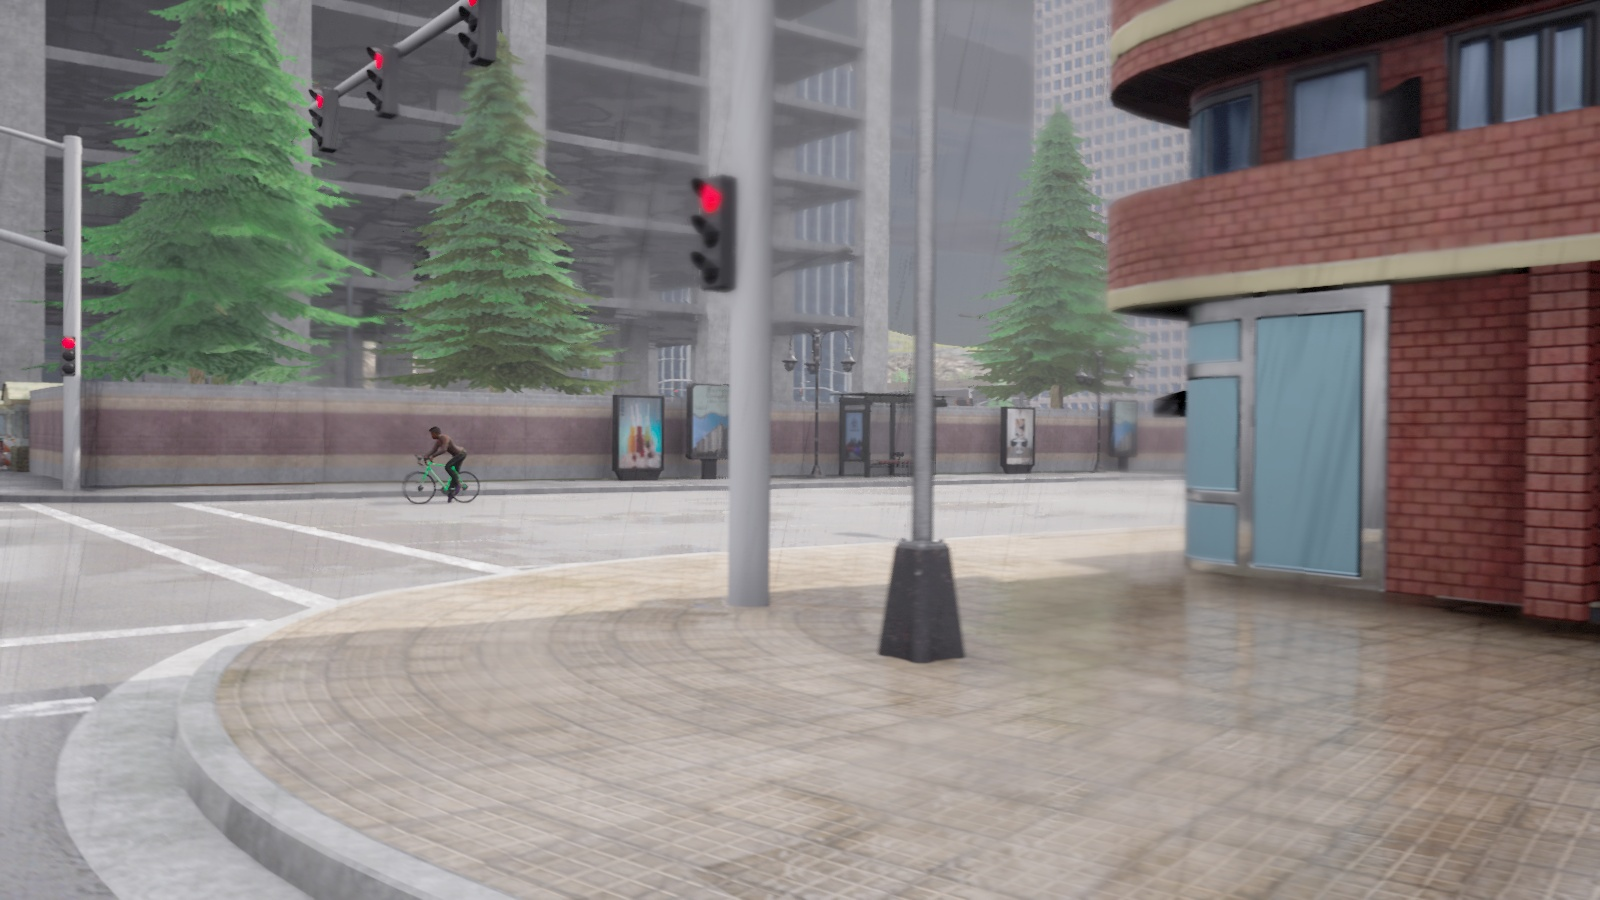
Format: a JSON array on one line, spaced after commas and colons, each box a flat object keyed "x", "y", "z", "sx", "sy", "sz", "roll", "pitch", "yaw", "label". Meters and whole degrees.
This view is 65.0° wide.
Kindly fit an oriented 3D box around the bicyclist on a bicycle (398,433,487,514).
[{"x": -7.448, "y": 0.467, "z": 26.174, "sx": 1.656, "sy": 1.620, "sz": 0.582, "roll": -1, "pitch": 1, "yaw": -37, "label": "bicyclist on a bicycle"}]
